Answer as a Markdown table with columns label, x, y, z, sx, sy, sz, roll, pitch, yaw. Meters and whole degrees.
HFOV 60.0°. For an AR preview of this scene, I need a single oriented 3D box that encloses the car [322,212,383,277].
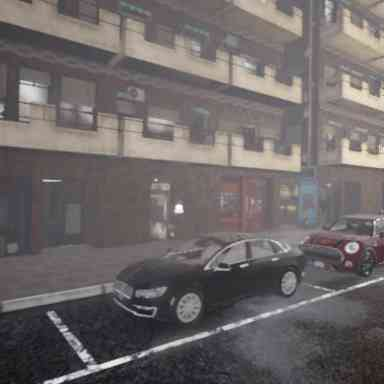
| label | x | y | z | sx | sy | sz | roll | pitch | yaw |
| --- | --- | --- | --- | --- | --- | --- | --- | --- | --- |
| car | 5.090 | 1.435 | 10.172 | 4.097 | 1.590 | 1.967 | 0 | 1 | -35 |

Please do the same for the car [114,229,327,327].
| label | x | y | z | sx | sy | sz | roll | pitch | yaw |
| --- | --- | --- | --- | --- | --- | --- | --- | --- | --- |
| car | 0.573 | 1.549 | 6.951 | 4.403 | 1.369 | 2.008 | 0 | 1 | -35 |
